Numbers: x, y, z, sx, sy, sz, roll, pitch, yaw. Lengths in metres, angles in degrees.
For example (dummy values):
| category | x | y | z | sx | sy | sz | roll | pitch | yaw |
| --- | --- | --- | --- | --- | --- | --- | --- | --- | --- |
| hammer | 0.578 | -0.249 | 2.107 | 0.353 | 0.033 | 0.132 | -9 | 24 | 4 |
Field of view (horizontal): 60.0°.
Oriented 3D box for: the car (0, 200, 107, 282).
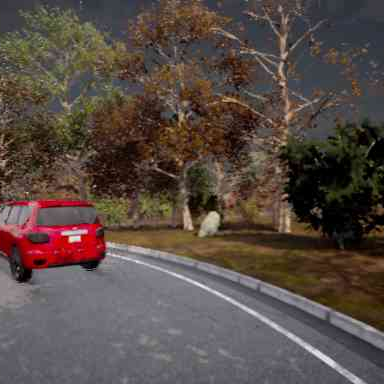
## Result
| category | x | y | z | sx | sy | sz | roll | pitch | yaw |
| --- | --- | --- | --- | --- | --- | --- | --- | --- | --- |
| car | -4.700 | 1.270 | 10.272 | 2.150 | 2.045 | 5.566 | 0 | 0 | -42 |
